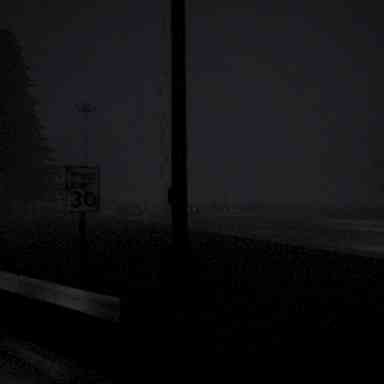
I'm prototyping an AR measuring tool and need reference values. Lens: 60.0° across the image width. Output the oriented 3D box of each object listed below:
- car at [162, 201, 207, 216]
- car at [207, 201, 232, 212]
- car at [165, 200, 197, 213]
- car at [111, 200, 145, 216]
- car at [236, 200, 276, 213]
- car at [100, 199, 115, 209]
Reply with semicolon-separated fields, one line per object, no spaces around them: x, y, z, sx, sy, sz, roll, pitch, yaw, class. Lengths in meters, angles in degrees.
-1.115;1.733;33.833;2.033;1.411;5.357;0;0;-32;car
2.717;1.793;40.905;1.895;1.301;4.718;0;0;-32;car
-1.482;1.752;40.995;1.812;1.442;4.674;0;0;-32;car
-6.901;1.847;36.483;1.895;1.301;4.718;0;0;-32;car
7.542;1.694;39.795;2.033;1.411;5.357;0;0;-32;car
-13.241;1.891;53.222;1.837;1.490;4.892;0;0;-32;car
